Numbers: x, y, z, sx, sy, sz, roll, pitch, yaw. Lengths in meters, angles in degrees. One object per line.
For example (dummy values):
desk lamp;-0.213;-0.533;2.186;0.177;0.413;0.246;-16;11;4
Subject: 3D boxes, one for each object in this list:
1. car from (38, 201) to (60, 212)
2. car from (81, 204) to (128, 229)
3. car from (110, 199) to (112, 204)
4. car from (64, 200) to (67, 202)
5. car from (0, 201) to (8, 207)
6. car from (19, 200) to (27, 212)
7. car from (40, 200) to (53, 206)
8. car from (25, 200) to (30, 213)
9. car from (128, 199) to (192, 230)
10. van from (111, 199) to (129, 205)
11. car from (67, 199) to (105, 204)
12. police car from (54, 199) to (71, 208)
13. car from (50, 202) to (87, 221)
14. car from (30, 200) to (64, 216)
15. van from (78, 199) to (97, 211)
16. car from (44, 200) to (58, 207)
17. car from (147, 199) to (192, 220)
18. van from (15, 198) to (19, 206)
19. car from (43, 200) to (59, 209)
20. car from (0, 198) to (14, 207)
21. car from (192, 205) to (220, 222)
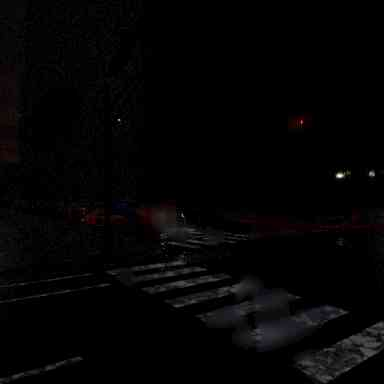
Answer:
car;-22.143;2.257;51.467;2.128;1.511;4.902;0;-1;-35
car;-6.300;1.844;24.361;1.752;1.417;4.829;-1;0;-35
car;-11.204;1.876;46.033;2.192;1.841;5.009;-1;0;-35
car;-21.139;2.315;55.399;1.994;1.385;4.181;0;-1;-35
car;-44.407;2.771;78.040;1.802;1.307;4.206;-1;0;-35
car;-23.370;2.157;48.403;1.967;1.590;4.097;-1;0;-35
car;-34.748;2.661;79.162;1.947;1.339;4.313;-1;0;-35
car;-20.540;2.196;44.420;1.887;1.381;4.507;-1;0;-35
car;-2.354;1.618;23.422;2.097;1.767;4.553;0;-1;-35
van;-8.264;1.833;41.882;1.690;1.788;3.998;-1;0;-35
car;-11.747;1.839;36.654;2.097;1.767;4.553;0;-1;-36
police car;-25.465;2.308;65.416;1.930;1.638;5.238;0;-1;-35
car;-12.055;2.004;32.467;2.008;1.369;4.403;-1;0;-35
car;-17.717;1.901;40.436;2.192;1.841;5.009;-1;0;-35
van;-17.083;2.038;54.336;1.690;1.788;3.998;-1;0;-35
car;-31.736;2.595;74.919;1.947;1.339;4.313;-1;0;-35
car;-2.384;1.669;33.579;2.192;1.841;5.009;-1;0;-35
van;-26.201;2.123;52.387;1.690;1.788;3.998;-1;0;-35
car;-26.892;2.388;63.511;1.837;1.490;4.892;0;-1;-35
car;-41.295;2.667;73.656;1.887;1.381;4.507;-1;0;-35
car;0.561;1.829;29.427;1.887;1.381;4.507;-1;0;-35
